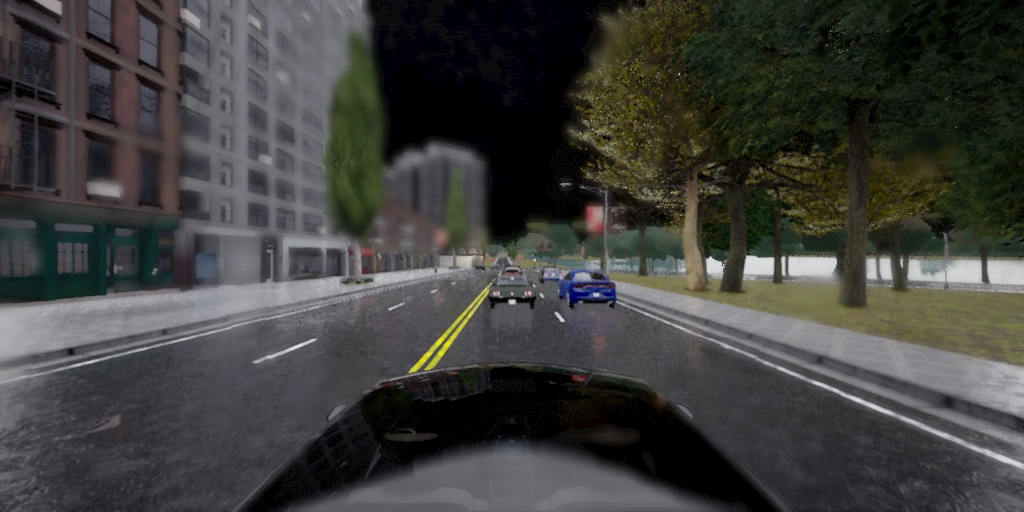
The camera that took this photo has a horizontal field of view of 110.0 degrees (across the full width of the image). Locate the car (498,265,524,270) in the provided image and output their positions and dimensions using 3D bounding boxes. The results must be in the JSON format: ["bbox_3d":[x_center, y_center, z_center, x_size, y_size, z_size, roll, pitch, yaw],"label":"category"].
[{"bbox_3d":[0.031,1.559,31.147,1.837,1.490,4.892,0,0,0],"label":"car"}]

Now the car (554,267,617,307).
[{"bbox_3d":[3.268,1.367,16.310,1.882,1.535,5.008,0,0,0],"label":"car"}]

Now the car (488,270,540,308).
[{"bbox_3d":[0.015,1.487,15.947,1.895,1.301,4.718,0,-1,0],"label":"car"}]

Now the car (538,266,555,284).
[{"bbox_3d":[3.277,1.594,30.828,2.033,1.411,5.357,0,-1,0],"label":"car"}]
